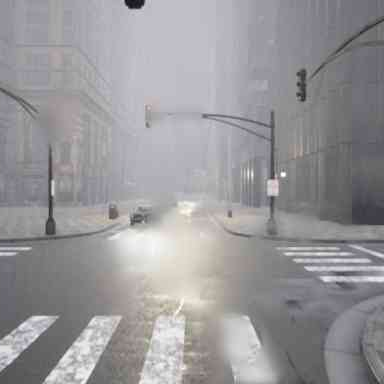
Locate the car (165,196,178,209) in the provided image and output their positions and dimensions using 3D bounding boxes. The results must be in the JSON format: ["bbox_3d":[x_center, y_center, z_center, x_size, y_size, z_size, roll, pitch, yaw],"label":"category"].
[{"bbox_3d":[-3.107,1.357,46.035,2.097,1.767,4.553,0,0,1],"label":"car"}]

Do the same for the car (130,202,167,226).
[{"bbox_3d":[-3.110,1.601,23.390,1.895,1.301,4.718,0,0,0],"label":"car"}]

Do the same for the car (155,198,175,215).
[{"bbox_3d":[-3.112,1.565,33.456,1.994,1.385,4.181,0,0,0],"label":"car"}]
